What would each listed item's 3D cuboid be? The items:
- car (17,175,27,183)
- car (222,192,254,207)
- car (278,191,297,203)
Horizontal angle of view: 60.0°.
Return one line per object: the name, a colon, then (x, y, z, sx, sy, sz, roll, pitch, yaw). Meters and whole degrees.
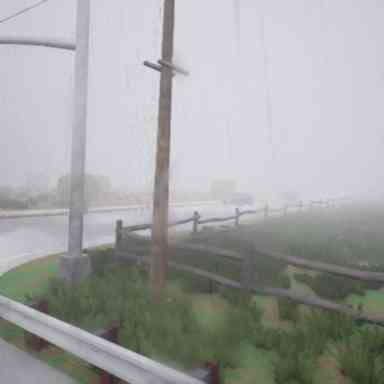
car: (-40.517, -3.151, 79.940, 1.905, 1.878, 3.866, 8, 2, -13)
car: (4.932, 0.748, 35.224, 2.128, 1.511, 4.902, 4, 2, 33)
car: (14.213, 0.657, 49.315, 2.128, 1.511, 4.902, 4, 2, 33)
